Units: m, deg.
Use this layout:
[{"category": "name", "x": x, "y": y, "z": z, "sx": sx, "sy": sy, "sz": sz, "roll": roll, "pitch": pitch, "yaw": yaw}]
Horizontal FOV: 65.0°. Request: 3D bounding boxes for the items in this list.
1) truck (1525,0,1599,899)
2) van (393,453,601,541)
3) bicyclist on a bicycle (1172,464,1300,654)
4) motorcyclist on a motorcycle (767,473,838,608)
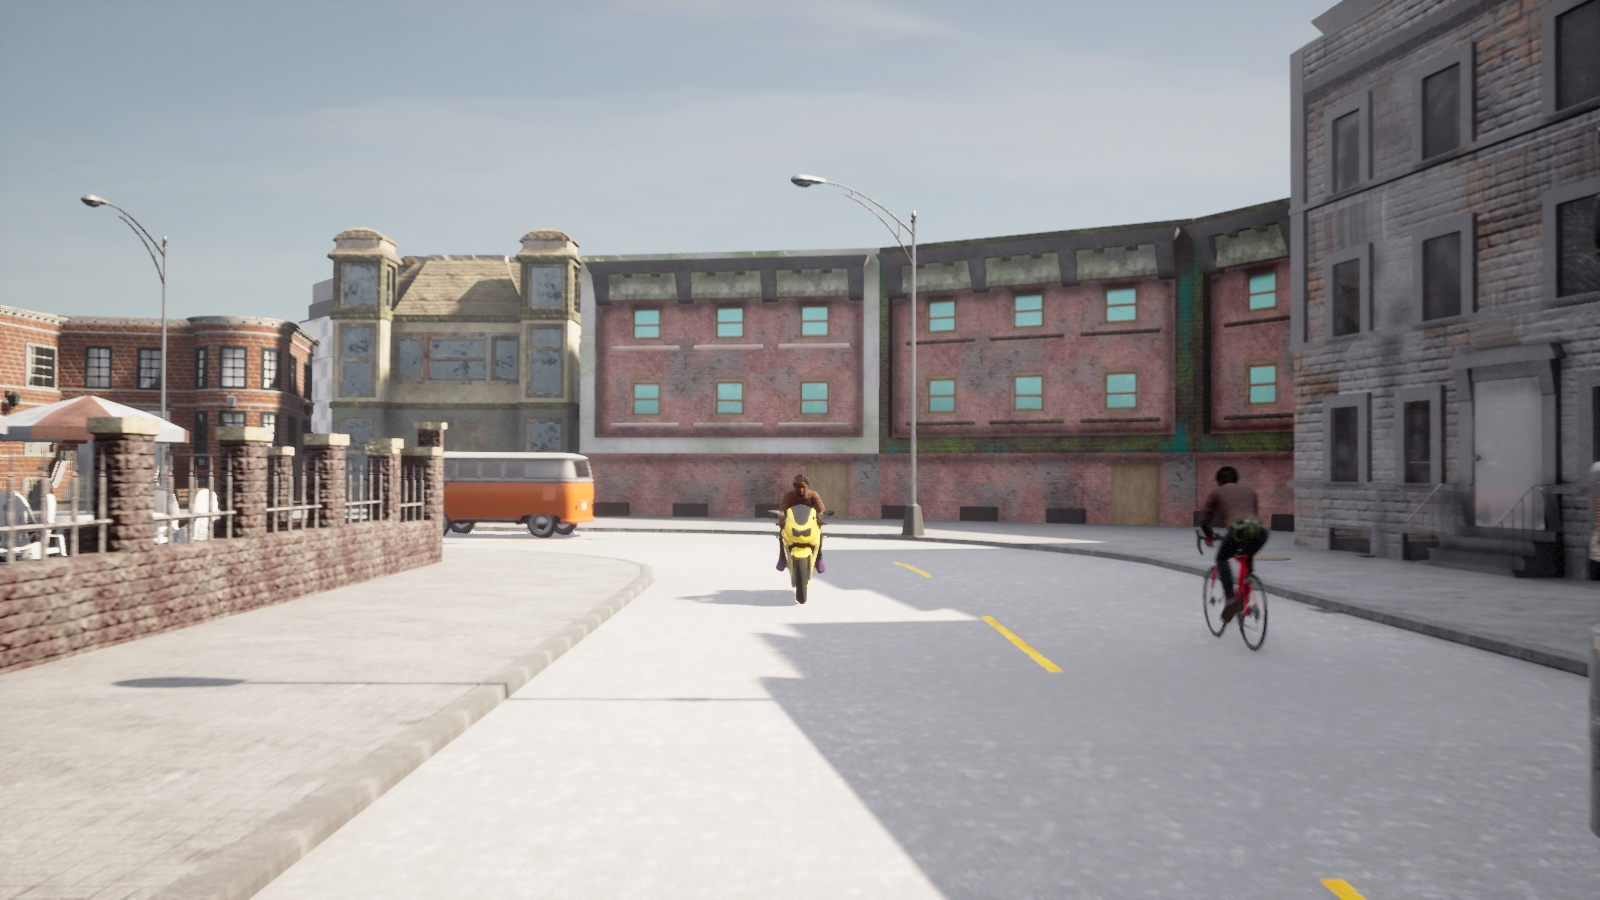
[{"category": "truck", "x": 3.995, "y": -0.177, "z": 0.401, "sx": 2.891, "sy": 3.462, "sz": 7.936, "roll": 0, "pitch": -1, "yaw": 0}, {"category": "van", "x": -7.096, "y": 1.092, "z": 29.605, "sx": 4.442, "sy": 1.987, "sz": 1.775, "roll": 0, "pitch": -1, "yaw": 8}, {"category": "bicyclist on a bicycle", "x": 3.971, "y": 0.945, "z": 11.566, "sx": 0.582, "sy": 1.620, "sz": 1.656, "roll": 0, "pitch": -1, "yaw": 0}, {"category": "motorcyclist on a motorcycle", "x": 0.026, "y": 1.054, "z": 15.343, "sx": 0.797, "sy": 1.523, "sz": 2.044, "roll": 0, "pitch": -1, "yaw": 0}]
